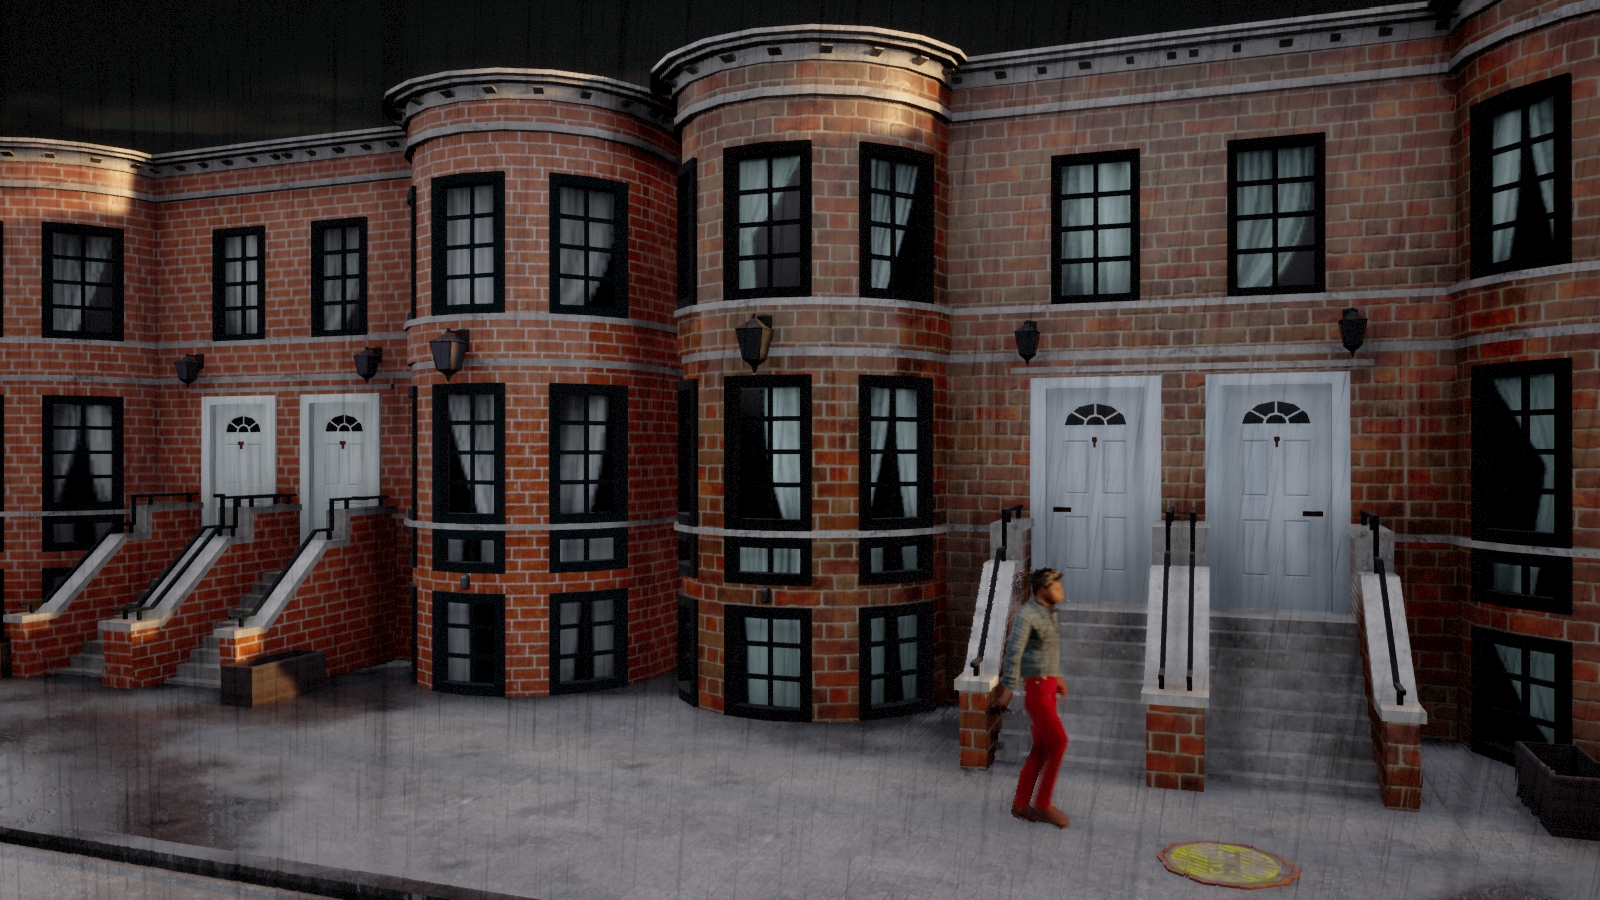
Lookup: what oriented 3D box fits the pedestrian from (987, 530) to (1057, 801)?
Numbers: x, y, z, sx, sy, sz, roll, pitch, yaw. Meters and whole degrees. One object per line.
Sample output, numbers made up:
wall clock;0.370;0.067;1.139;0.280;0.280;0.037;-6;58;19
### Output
pedestrian;1.607;1.526;8.259;0.375;1.860;0.375;0;0;34
